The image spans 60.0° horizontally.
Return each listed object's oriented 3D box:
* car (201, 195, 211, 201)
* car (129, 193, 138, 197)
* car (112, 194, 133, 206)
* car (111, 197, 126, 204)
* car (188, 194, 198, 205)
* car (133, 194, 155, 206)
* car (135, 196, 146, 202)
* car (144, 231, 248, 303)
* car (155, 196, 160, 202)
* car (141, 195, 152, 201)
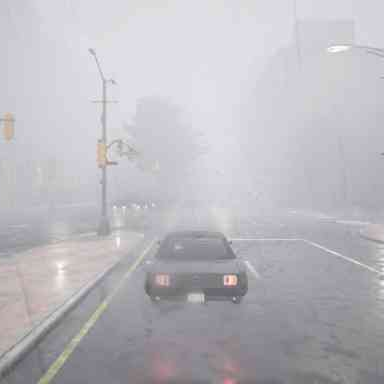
[{"bbox_3d":[3.517,1.595,81.567,1.895,1.301,4.718,0,0,0],"label":"car"},{"bbox_3d":[-11.524,1.221,64.528,2.150,2.045,5.566,0,0,1],"label":"car"},{"bbox_3d":[-11.576,1.526,55.116,1.812,1.442,4.674,0,0,0],"label":"car"},{"bbox_3d":[-14.735,1.595,66.823,1.895,1.301,4.718,0,0,0],"label":"car"},{"bbox_3d":[0.130,1.547,60.471,2.033,1.411,5.357,0,0,0],"label":"car"},{"bbox_3d":[-8.076,1.547,56.514,2.033,1.411,5.357,0,0,0],"label":"car"},{"bbox_3d":[-11.484,1.553,74.412,1.994,1.385,4.181,0,0,0],"label":"car"},{"bbox_3d":[0.076,1.601,8.166,1.895,1.301,4.718,0,0,0],"label":"car"},{"bbox_3d":[-8.016,1.564,65.750,1.994,1.385,4.181,0,0,1],"label":"car"},{"bbox_3d":[-11.482,1.525,84.646,2.128,1.511,4.902,0,0,0],"label":"car"}]
